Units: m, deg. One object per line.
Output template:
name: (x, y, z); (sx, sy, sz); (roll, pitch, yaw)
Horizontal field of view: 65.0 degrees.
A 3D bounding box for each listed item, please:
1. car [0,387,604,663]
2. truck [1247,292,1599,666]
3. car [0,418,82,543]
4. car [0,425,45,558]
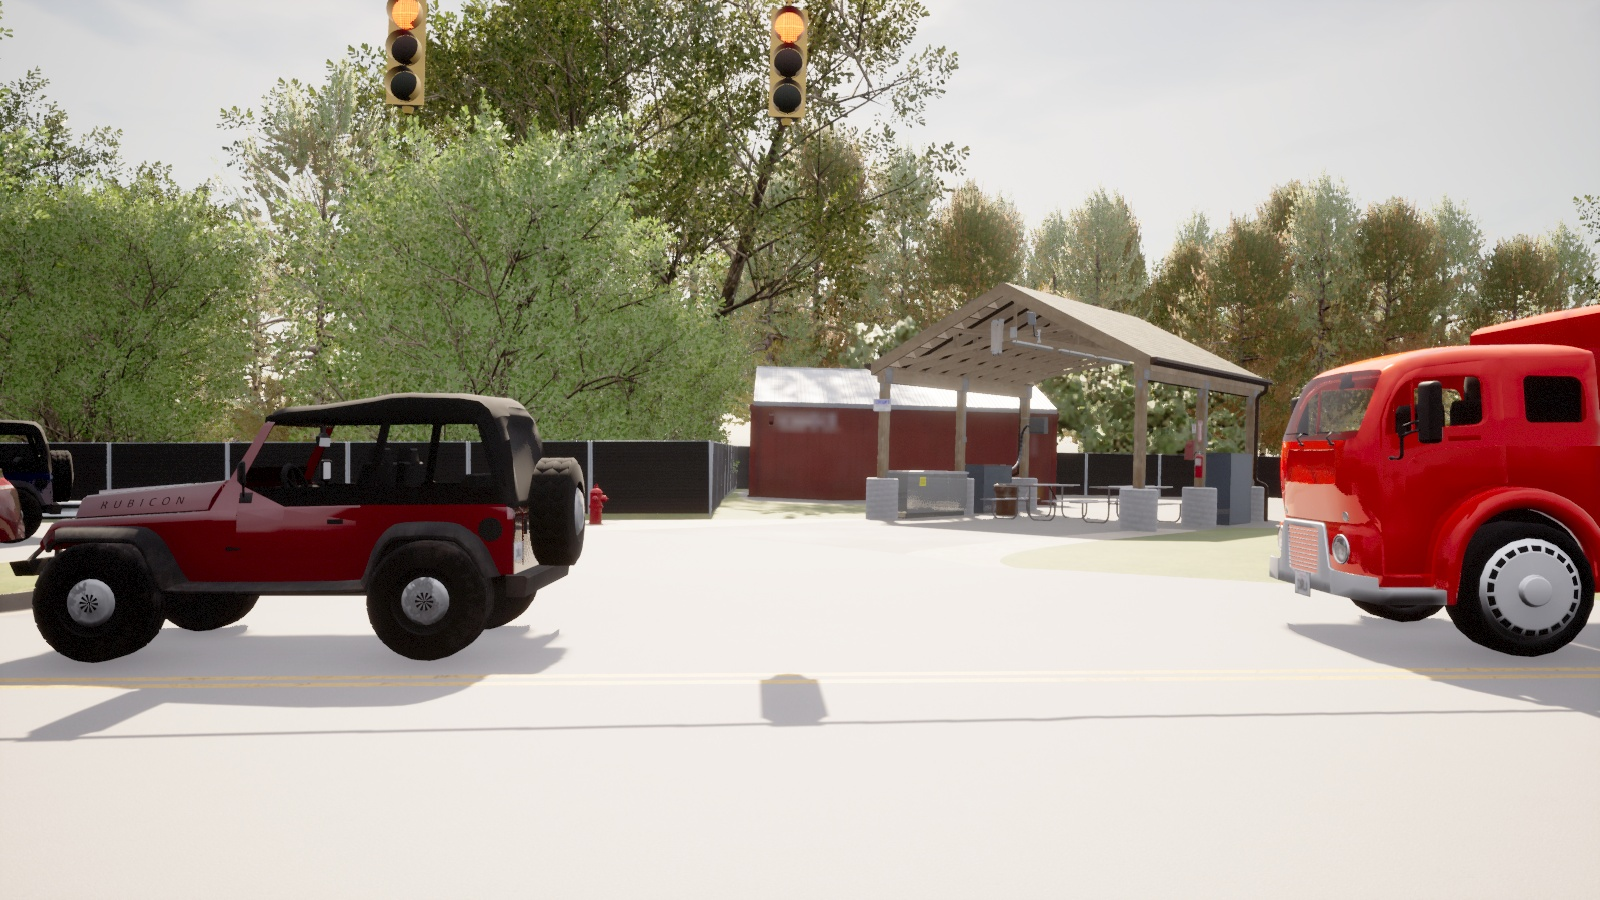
car: (-3.577, 0.518, 9.586); (3.866, 1.878, 1.905); (0, 0, 0)
truck: (6.484, 0.191, 9.585); (5.204, 2.467, 2.627); (0, 0, 1)
car: (-13.277, 0.428, 19.139); (3.866, 1.878, 1.905); (1, 1, -36)
car: (-12.019, 0.471, 14.677); (2.152, 1.651, 5.027); (1, 0, 41)
